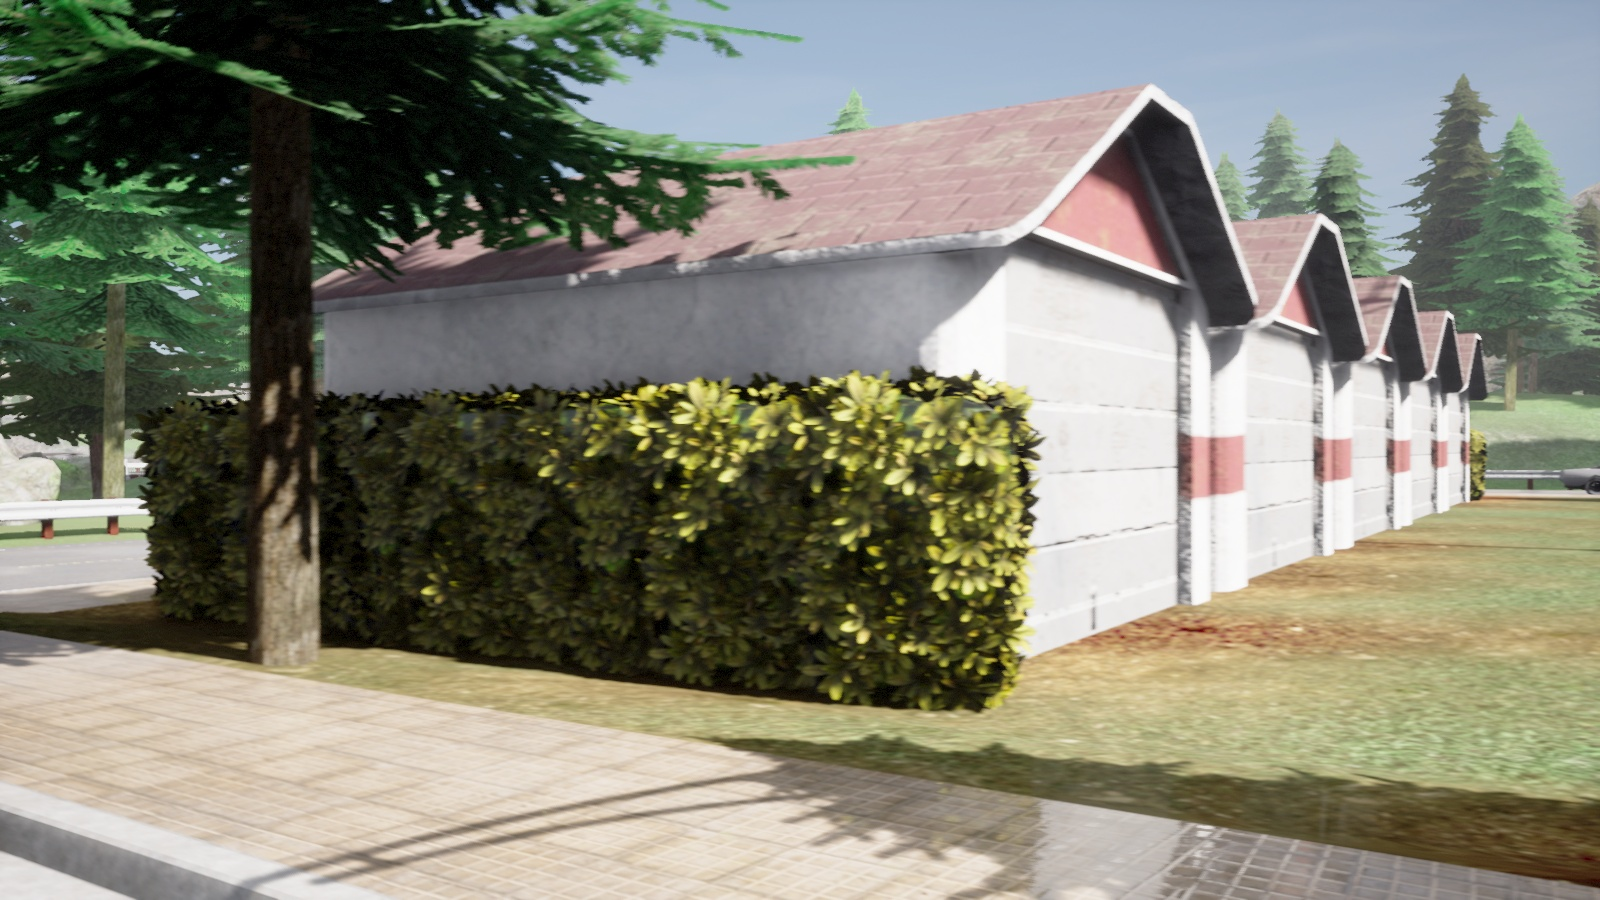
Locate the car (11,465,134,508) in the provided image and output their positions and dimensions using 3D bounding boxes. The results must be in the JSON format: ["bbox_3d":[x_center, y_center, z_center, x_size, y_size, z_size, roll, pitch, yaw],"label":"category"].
[{"bbox_3d":[-28.373,1.399,49.062,1.789,1.549,3.705,-1,0,34],"label":"car"}]

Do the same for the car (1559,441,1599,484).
[{"bbox_3d":[26.421,0.360,39.049,4.718,1.301,1.895,-1,0,34],"label":"car"}]
